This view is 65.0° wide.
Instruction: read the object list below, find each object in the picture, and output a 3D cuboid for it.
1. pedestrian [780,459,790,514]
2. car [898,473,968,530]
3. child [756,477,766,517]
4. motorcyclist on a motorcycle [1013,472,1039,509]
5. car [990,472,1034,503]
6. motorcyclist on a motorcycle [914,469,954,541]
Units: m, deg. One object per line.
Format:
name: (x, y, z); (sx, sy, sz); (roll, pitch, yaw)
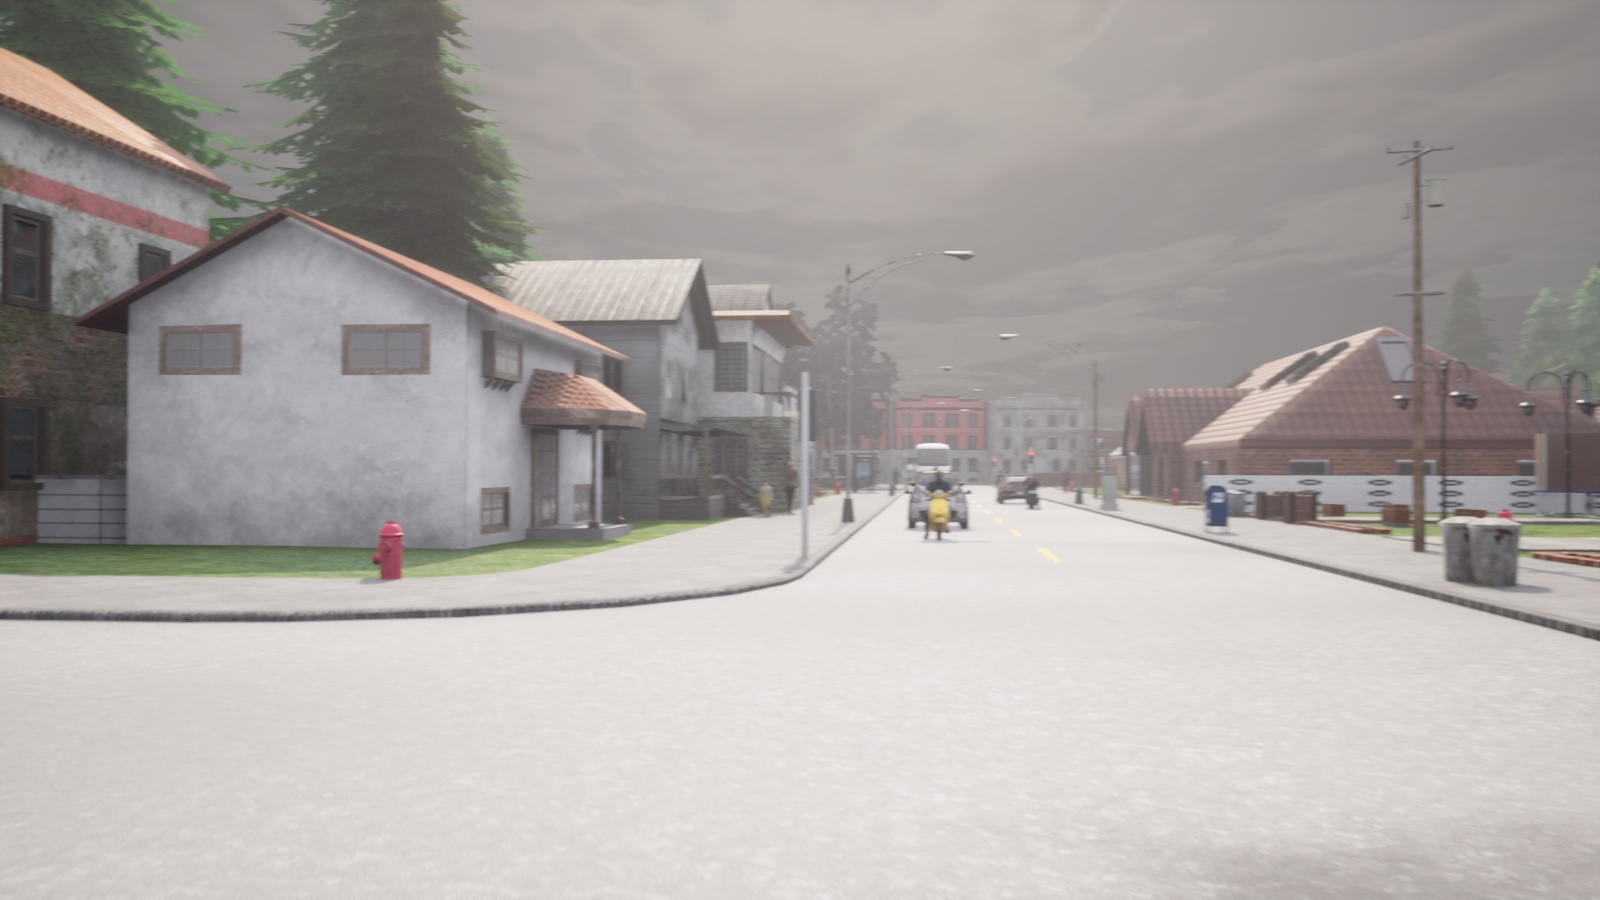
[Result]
pedestrian: (-0.508, 1.253, 43.179); (0.331, 1.846, 0.634); (0, -1, 1)
car: (3.705, 1.399, 35.150); (1.845, 1.501, 3.633); (0, -1, 6)
child: (-1.227, 1.480, 39.800); (0.270, 1.263, 0.437); (0, -1, 4)
motorcyclist on a motorcycle: (9.519, 1.689, 52.974); (0.866, 1.530, 2.191); (0, -1, 6)
car: (10.428, 1.827, 62.010); (1.812, 1.442, 4.674); (0, -1, 6)
motorcyclist on a motorcycle: (3.069, 1.237, 28.901); (0.866, 1.590, 1.817); (0, -1, 6)
